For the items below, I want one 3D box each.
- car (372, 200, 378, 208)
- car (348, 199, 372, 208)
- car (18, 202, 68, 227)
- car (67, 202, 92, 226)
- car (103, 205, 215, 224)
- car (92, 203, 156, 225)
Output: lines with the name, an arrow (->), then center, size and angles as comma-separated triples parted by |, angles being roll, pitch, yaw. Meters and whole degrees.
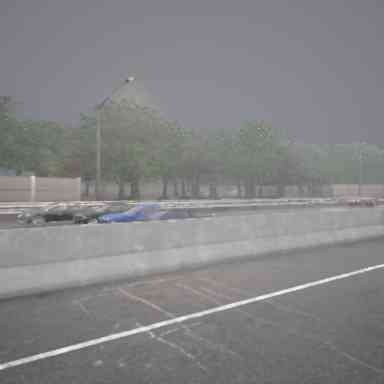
car -> 7.442, 1.219, 9.037 | 5.566, 2.045, 2.150 | 0, 0, -35
car -> 23.939, 1.573, 46.554 | 4.718, 1.301, 1.895 | 0, 0, -35
car -> -9.307, 1.486, 23.139 | 4.902, 1.511, 2.128 | 0, 0, -35
car -> -5.175, 1.472, 21.783 | 5.008, 1.535, 1.882 | 0, 0, -35
car -> -1.211, 1.543, 16.015 | 5.357, 1.411, 2.033 | 0, 0, -35
car -> -2.842, 1.473, 19.147 | 5.008, 1.535, 1.882 | 0, 0, -35
